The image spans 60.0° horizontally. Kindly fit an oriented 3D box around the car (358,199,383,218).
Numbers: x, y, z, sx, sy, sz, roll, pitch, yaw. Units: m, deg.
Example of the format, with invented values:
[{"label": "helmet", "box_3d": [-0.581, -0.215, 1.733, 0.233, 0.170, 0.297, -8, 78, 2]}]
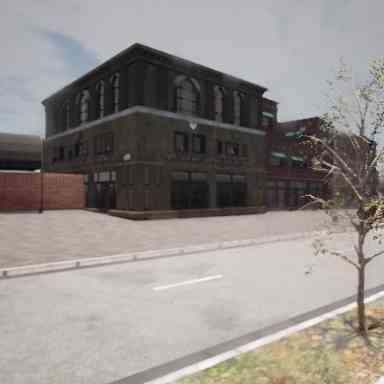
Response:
[{"label": "car", "box_3d": [19.804, 1.707, 33.548, 2.435, 2.045, 5.566, 2, -2, -43]}]
